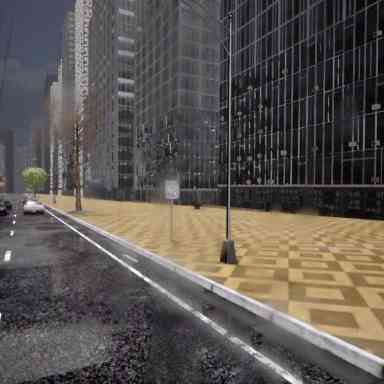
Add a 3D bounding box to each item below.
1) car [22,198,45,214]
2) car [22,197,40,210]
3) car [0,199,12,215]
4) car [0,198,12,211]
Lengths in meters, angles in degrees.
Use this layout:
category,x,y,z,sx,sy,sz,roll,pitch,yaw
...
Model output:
category,x,y,z,sx,sy,sz,roll,pitch,yaw
car,-16.553,1.584,34.762,1.895,1.301,4.718,0,0,-27
car,-21.280,1.471,43.867,2.128,1.511,4.902,0,0,-27
car,-19.089,1.530,32.711,2.033,1.411,5.357,0,0,-28
car,-23.795,1.542,41.734,1.994,1.385,4.181,0,0,-27
